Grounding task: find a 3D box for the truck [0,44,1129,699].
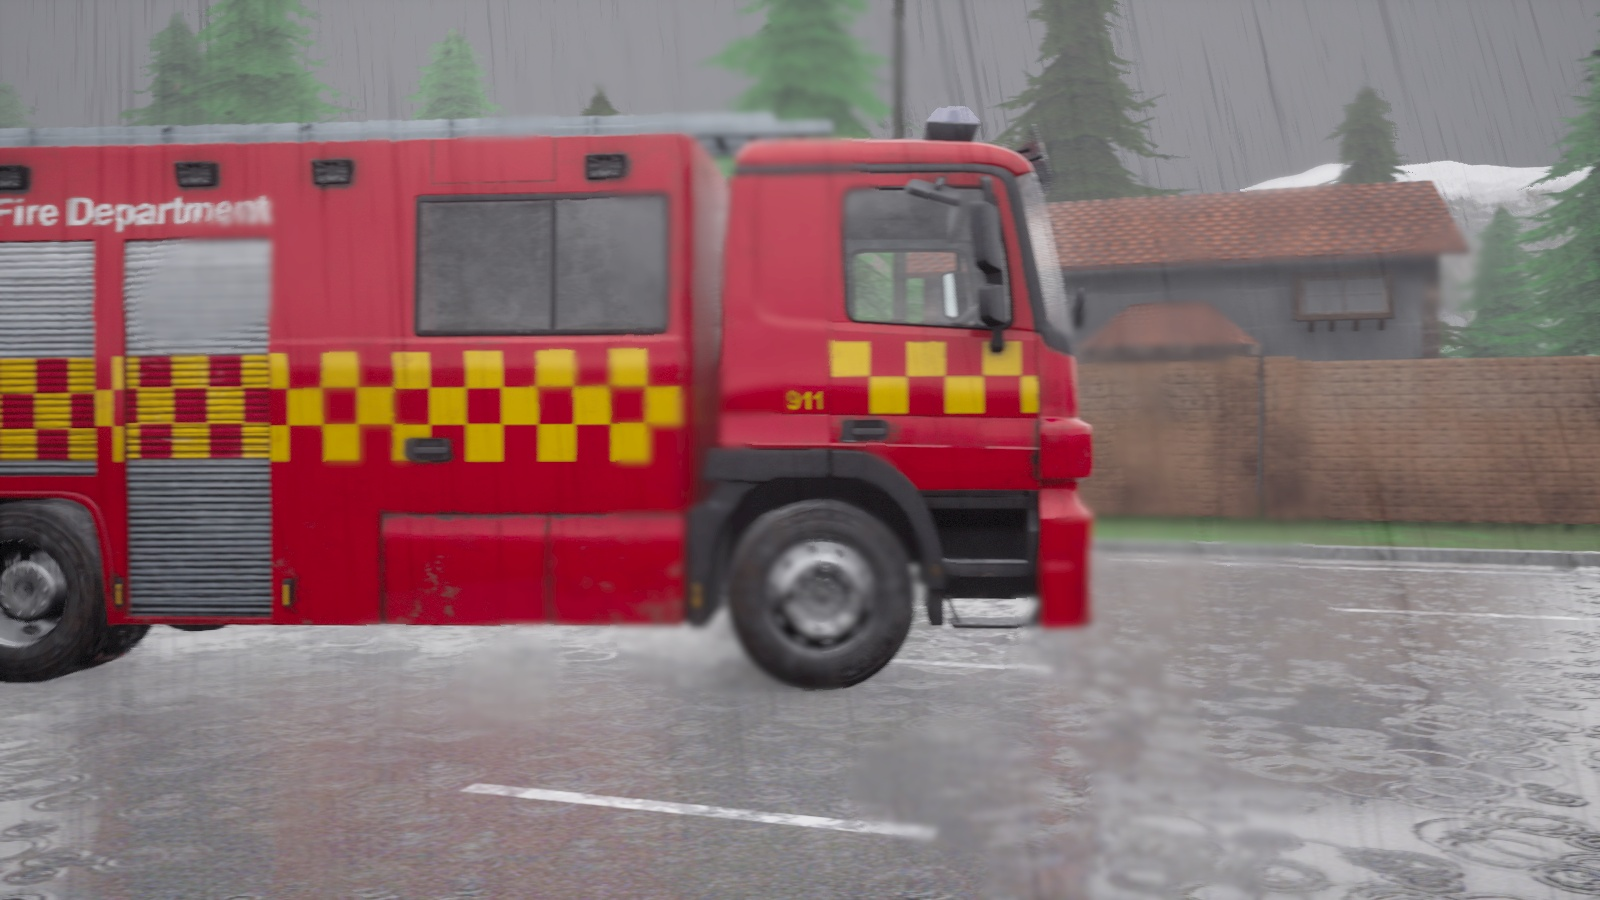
[{"bbox_3d":[-2.229,-0.492,9.043,8.468,3.827,2.891,0,1,3],"label":"truck"}]
